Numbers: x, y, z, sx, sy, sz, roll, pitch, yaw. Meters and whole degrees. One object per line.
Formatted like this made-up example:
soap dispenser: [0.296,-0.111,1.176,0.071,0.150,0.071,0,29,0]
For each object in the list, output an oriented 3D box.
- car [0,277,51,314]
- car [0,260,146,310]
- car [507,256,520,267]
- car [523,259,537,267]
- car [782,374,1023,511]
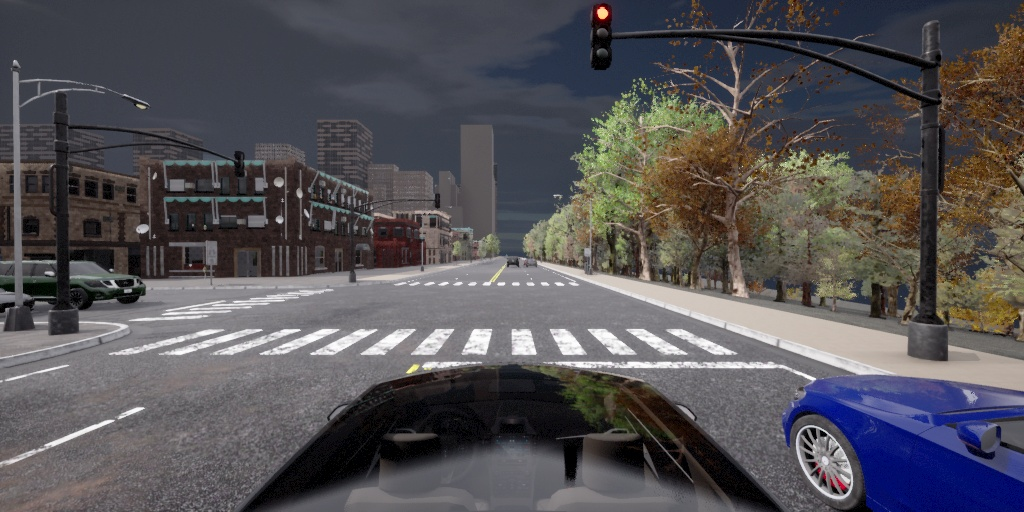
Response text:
car: [-19.927,1.565,12.764,4.313,1.339,1.948,0,0,0]
car: [-19.312,1.186,15.465,5.566,2.045,2.150,-1,1,0]
car: [0.214,0.948,63.707,2.150,2.045,5.566,0,0,1]
car: [3.466,1.218,63.868,2.128,1.511,4.902,0,0,0]
car: [3.346,1.276,1.324,1.812,1.442,4.674,0,0,2]
